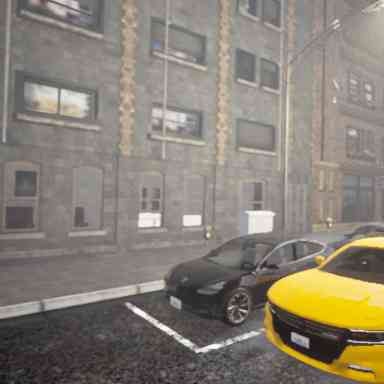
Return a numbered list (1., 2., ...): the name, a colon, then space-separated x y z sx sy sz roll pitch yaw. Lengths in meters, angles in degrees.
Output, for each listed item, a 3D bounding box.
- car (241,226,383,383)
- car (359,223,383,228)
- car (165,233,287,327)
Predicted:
1. car: 3.330 1.529 5.445 5.008 1.535 1.882 1 0 -36
2. car: 6.019 1.669 10.379 4.313 1.339 1.947 1 1 -36
3. car: 1.494 1.609 7.147 4.313 1.339 1.947 1 1 -36
